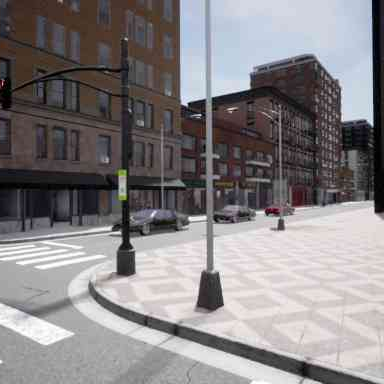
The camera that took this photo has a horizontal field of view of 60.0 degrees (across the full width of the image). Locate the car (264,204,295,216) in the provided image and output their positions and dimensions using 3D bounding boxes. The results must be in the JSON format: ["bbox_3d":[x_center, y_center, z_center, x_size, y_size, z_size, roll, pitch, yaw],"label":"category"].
[{"bbox_3d":[9.653,1.930,36.522,1.895,1.301,4.718,-1,-1,36],"label":"car"}]

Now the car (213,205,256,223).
[{"bbox_3d":[3.643,1.793,28.191,2.033,1.411,5.357,-1,-1,35],"label":"car"}]

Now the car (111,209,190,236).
[{"bbox_3d":[-2.260,1.708,19.981,2.033,1.411,5.357,-1,-1,36],"label":"car"}]
